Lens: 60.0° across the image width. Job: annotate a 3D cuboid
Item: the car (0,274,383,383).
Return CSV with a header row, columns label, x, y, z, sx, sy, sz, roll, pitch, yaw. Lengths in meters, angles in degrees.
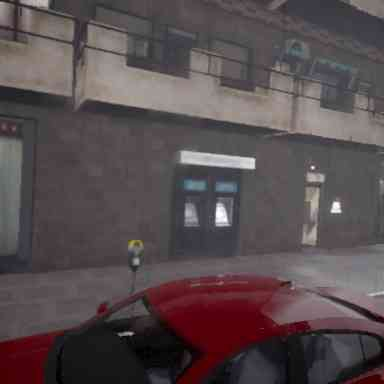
label,x,y,z,sx,sy,sz,roll,pitch,yaw
car,0.112,1.433,2.547,4.507,1.381,1.887,1,4,-27
